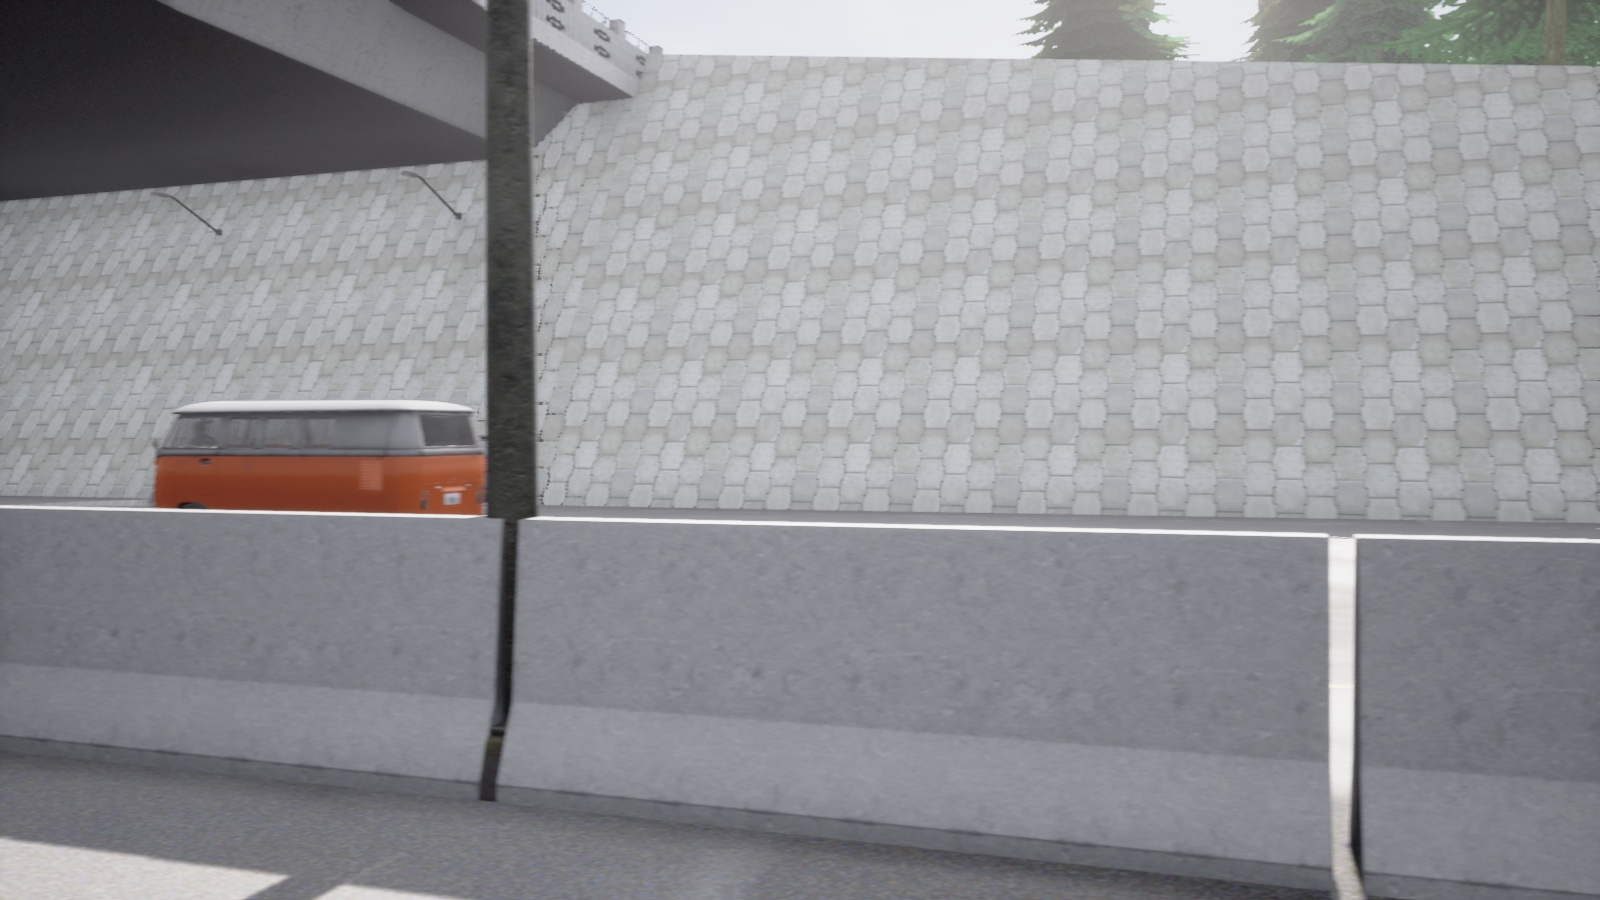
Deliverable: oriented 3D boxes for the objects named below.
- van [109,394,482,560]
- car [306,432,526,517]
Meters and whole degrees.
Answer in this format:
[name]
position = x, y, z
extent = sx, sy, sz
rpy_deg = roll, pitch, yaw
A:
[van]
position = -6.602, 0.290, 16.488
extent = 4.442, 1.987, 1.775
rpy_deg = 1, 1, 19
[car]
position = -7.354, 0.427, 24.130
extent = 3.633, 1.501, 1.845
rpy_deg = 1, 1, 19
